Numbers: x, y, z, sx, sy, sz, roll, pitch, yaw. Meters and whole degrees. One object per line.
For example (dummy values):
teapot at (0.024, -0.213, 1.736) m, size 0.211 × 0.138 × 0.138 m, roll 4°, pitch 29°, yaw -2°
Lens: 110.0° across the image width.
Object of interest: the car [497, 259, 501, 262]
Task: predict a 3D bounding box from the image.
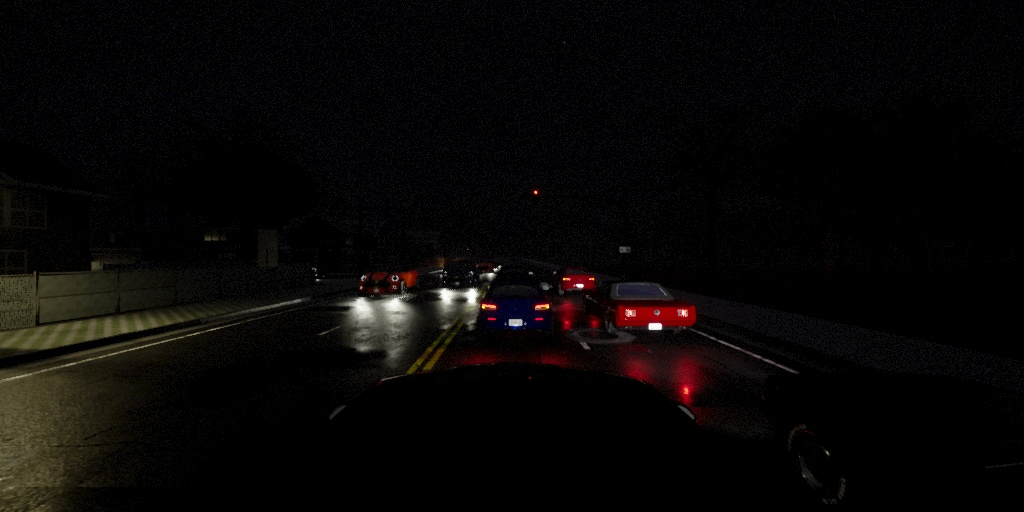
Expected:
car at (-3.303, 1.290, 57.488) m, size 1.994 × 1.385 × 4.181 m, roll 0°, pitch 0°, yaw 0°

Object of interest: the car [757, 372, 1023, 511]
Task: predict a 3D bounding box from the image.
car at (3.348, 1.351, 1.375) m, size 1.895 × 1.301 × 4.718 m, roll 0°, pitch 0°, yaw 0°

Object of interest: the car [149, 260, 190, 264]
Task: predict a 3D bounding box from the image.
car at (-28.443, 1.147, 30.398) m, size 4.553 × 1.767 × 2.097 m, roll 0°, pitch 0°, yaw 0°

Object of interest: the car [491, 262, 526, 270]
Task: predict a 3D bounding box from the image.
car at (0.066, 1.254, 19.324) m, size 1.837 × 1.490 × 4.892 m, roll 0°, pitch 0°, yaw 0°

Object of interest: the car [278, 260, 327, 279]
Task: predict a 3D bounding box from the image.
car at (-18.198, 1.129, 30.372) m, size 4.553 × 1.767 × 2.097 m, roll 0°, pitch 0°, yaw 0°

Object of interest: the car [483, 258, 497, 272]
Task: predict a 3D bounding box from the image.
car at (-3.324, 1.094, 43.751) m, size 2.097 × 1.767 × 4.553 m, roll 0°, pitch 0°, yaw 0°

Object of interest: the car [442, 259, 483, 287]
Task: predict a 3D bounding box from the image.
car at (-3.338, 1.101, 24.166) m, size 2.097 × 1.767 × 4.553 m, roll 0°, pitch 0°, yaw 0°

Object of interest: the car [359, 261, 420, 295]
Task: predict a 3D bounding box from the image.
car at (-6.591, 1.101, 19.670) m, size 2.097 × 1.767 × 4.553 m, roll 0°, pitch 0°, yaw 0°

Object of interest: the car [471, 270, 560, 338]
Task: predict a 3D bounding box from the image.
car at (0.087, 1.275, 10.062) m, size 1.812 × 1.442 × 4.674 m, roll 0°, pitch 0°, yaw 0°

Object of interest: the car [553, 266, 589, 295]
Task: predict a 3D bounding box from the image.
car at (3.319, 1.275, 19.651) m, size 1.812 × 1.442 × 4.674 m, roll 0°, pitch 0°, yaw 0°

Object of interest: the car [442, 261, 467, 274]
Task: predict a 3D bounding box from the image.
car at (-6.579, 1.290, 41.632) m, size 2.033 × 1.411 × 5.357 m, roll 0°, pitch 0°, yaw 0°

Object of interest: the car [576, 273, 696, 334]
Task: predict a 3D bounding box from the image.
car at (3.340, 1.351, 10.543) m, size 1.895 × 1.301 × 4.718 m, roll 0°, pitch 0°, yaw 0°
